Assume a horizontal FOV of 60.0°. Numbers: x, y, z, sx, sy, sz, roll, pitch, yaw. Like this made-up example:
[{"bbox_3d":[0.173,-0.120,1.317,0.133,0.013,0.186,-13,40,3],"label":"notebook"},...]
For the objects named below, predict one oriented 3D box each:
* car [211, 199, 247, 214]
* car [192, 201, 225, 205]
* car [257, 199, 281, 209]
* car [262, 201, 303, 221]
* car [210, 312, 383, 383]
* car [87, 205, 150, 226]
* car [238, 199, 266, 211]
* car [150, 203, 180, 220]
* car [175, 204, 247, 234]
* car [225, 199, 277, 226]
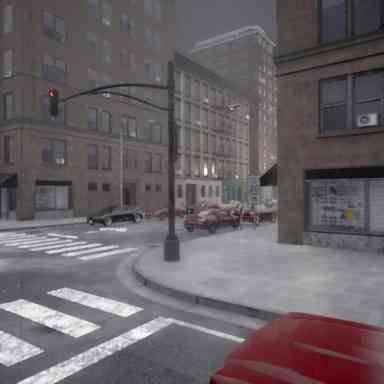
[{"bbox_3d":[4.177,1.539,36.867,1.752,1.417,4.829,0,0,36],"label":"car"},{"bbox_3d":[1.067,1.559,32.516,1.887,1.381,4.507,0,0,36],"label":"car"},{"bbox_3d":[10.695,1.596,45.983,1.802,1.307,4.206,0,0,36],"label":"car"},{"bbox_3d":[7.696,1.492,27.990,1.752,1.417,4.829,0,0,36],"label":"car"},{"bbox_3d":[2.381,1.601,1.991,4.718,1.301,1.895,0,0,36],"label":"car"},{"bbox_3d":[-5.351,1.584,23.538,1.947,1.339,4.313,0,0,36],"label":"car"},{"bbox_3d":[7.486,1.594,41.494,1.802,1.307,4.206,0,0,36],"label":"car"},{"bbox_3d":[-2.142,1.598,28.027,1.802,1.307,4.206,0,0,36],"label":"car"},{"bbox_3d":[1.178,1.552,18.872,1.802,1.307,4.206,0,0,36],"label":"car"},{"bbox_3d":[4.387,1.408,23.362,1.967,1.590,4.097,0,0,36],"label":"car"}]
